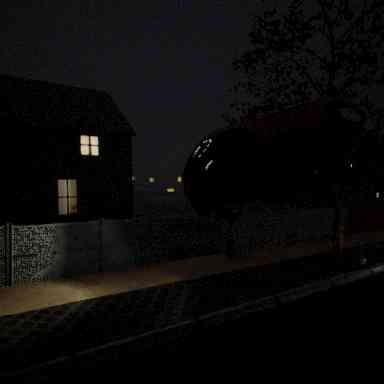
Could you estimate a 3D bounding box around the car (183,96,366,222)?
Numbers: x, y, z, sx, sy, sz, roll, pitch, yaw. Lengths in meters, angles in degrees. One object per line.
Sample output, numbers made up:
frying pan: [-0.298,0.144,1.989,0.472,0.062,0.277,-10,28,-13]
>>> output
car: [1.927,-1.007,7.773,5.008,1.882,1.535,-19,53,-27]
